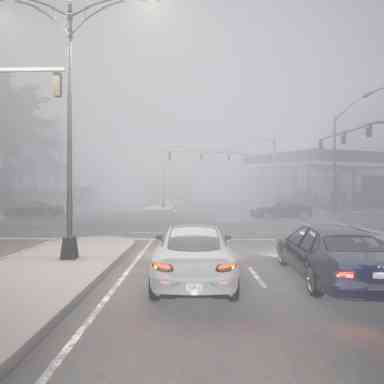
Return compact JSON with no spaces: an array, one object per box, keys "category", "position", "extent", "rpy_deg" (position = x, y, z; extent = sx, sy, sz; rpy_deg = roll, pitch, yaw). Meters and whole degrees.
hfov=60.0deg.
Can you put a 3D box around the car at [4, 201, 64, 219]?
[{"category":"car","position":[-13.098,1.462,27.652],"extent":[4.674,1.442,1.812],"rpy_deg":[0,0,0]}]

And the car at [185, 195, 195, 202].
[{"category":"car","position":[-0.428,1.428,72.796],"extent":[1.812,1.442,4.674],"rpy_deg":[0,0,0]}]

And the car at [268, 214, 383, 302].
[{"category":"car","position":[3.518,1.545,8.483],"extent":[2.033,1.411,5.357],"rpy_deg":[0,0,3]}]

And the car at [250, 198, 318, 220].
[{"category":"car","position":[7.203,1.459,27.042],"extent":[5.008,1.535,1.882],"rpy_deg":[0,0,-6]}]

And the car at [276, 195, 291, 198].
[{"category":"car","position":[12.929,1.261,47.798],"extent":[2.242,1.667,4.611],"rpy_deg":[0,0,0]}]

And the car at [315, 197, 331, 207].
[{"category":"car","position":[18.669,1.433,48.595],"extent":[1.970,1.475,3.806],"rpy_deg":[0,0,0]}]

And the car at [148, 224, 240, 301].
[{"category":"car","position":[0.039,1.516,8.178],"extent":[1.812,1.442,4.674],"rpy_deg":[0,0,0]}]
